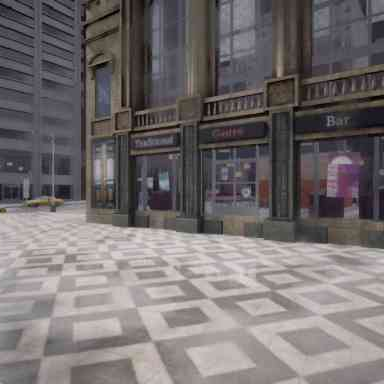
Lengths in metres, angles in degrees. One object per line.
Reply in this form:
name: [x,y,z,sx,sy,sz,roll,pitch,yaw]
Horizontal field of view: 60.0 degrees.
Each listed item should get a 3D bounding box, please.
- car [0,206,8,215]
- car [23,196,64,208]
car: [-18.034,1.341,27.664,1.752,1.417,4.829,1,2,36]
car: [-18.517,1.144,41.565,1.752,1.417,4.829,1,2,36]
